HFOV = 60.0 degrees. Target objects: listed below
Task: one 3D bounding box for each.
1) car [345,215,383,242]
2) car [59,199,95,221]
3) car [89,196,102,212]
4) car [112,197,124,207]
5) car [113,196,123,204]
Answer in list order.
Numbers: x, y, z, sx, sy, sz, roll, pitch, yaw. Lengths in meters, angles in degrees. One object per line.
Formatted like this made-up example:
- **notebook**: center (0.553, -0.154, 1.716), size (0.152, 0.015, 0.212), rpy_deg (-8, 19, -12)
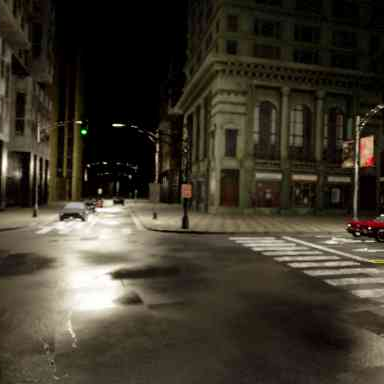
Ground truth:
- **car**: center (10.655, 1.879, 17.613), size (4.718, 1.301, 1.895), rpy_deg (1, 0, -14)
- **car**: center (-9.329, 1.517, 26.773), size (2.033, 1.411, 5.357), rpy_deg (2, -1, -12)
- **car**: center (-11.418, 1.482, 36.467), size (2.128, 1.511, 4.902), rpy_deg (2, -1, -12)
- **car**: center (-12.370, 1.627, 56.032), size (1.837, 1.490, 4.892), rpy_deg (2, -1, -12)
- **car**: center (-14.746, 1.658, 66.602), size (1.812, 1.442, 4.674), rpy_deg (2, 0, -12)
